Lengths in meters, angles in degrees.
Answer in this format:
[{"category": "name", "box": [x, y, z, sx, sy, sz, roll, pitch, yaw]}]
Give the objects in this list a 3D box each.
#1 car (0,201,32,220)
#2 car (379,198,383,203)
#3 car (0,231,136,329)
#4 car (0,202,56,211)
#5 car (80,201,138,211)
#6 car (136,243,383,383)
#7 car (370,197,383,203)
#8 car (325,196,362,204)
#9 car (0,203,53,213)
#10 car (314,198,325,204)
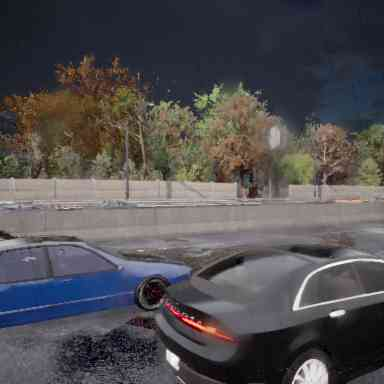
[{"category": "car", "box": [-15.727, 1.527, 27.090, 4.674, 1.442, 1.812, -1, 0, -31]}, {"category": "car", "box": [13.460, 1.356, 19.499, 4.553, 1.767, 2.097, 0, 0, -30]}, {"category": "car", "box": [-2.600, 1.547, 6.132, 5.357, 1.411, 2.033, 0, 0, -30]}, {"category": "car", "box": [-11.314, 1.492, 21.538, 4.902, 1.511, 2.128, 0, 0, -30]}, {"category": "car", "box": [-6.948, 1.492, 28.115, 4.902, 1.511, 2.128, 0, 0, -30]}, {"category": "car", "box": [1.890, 1.503, 4.691, 4.892, 1.490, 1.837, 0, 0, -30]}, {"category": "car", "box": [24.590, 1.359, 42.376, 4.553, 1.767, 2.097, 0, 0, -30]}, {"category": "car", "box": [20.352, 1.357, 43.963, 4.553, 1.767, 2.097, 0, 0, -30]}, {"category": "car", "box": [-10.614, 1.548, 17.896, 5.357, 1.411, 2.033, 0, 0, -30]}, {"category": "car", "box": [19.634, 1.484, 47.593, 5.008, 1.535, 1.882, 0, 0, -30]}]
